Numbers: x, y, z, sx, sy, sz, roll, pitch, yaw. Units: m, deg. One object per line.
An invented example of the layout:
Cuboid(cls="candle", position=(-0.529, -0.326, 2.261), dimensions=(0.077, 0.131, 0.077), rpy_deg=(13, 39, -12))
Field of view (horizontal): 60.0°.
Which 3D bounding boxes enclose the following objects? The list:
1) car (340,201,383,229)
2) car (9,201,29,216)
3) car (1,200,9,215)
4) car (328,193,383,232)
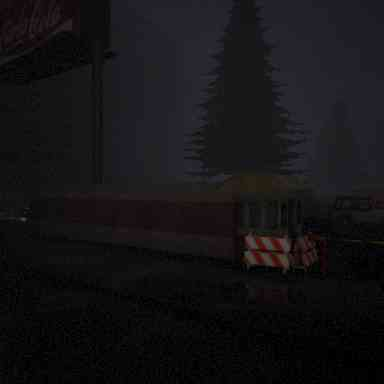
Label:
Cuboid(cls="car", position=(11.225, 1.338, 19.677), dimensions=(4.193, 1.474, 1.816), rpy_deg=(0, 0, 35))
Cuboid(cls="car", position=(-14.167, 1.352, 31.421), dimensions=(2.097, 1.767, 4.553), rpy_deg=(0, 0, 35))
Cuboid(cls="car", position=(-18.689, 1.491, 31.087), dimensions=(2.128, 1.511, 4.902), rpy_deg=(0, 0, 35))
Cuboid(cls="car", position=(9.287, 1.149, 17.617), dimensions=(3.866, 1.878, 1.905), rpy_deg=(0, 0, 35))
